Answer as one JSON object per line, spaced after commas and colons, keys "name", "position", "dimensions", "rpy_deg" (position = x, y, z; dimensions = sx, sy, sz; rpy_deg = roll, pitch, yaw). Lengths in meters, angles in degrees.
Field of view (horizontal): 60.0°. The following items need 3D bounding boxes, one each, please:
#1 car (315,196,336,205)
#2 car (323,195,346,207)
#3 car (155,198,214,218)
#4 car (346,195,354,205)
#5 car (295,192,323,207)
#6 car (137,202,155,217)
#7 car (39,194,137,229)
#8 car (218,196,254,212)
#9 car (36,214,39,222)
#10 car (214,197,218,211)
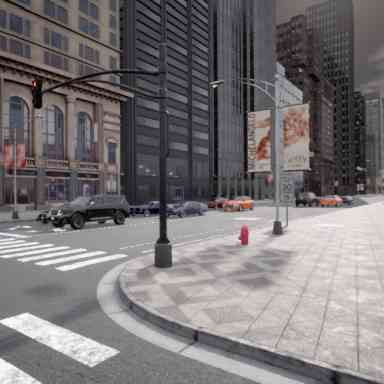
{"name": "car", "position": [22.869, 1.396, 56.918], "dimensions": [2.033, 1.411, 5.357], "rpy_deg": [-1, 0, 35]}
{"name": "car", "position": [19.914, 1.187, 47.162], "dimensions": [2.097, 1.767, 4.553], "rpy_deg": [-1, 0, 36]}
{"name": "car", "position": [-0.558, 1.484, 29.938], "dimensions": [2.033, 1.411, 5.357], "rpy_deg": [-1, 0, 35]}
{"name": "car", "position": [25.299, 1.330, 54.727], "dimensions": [1.837, 1.490, 4.892], "rpy_deg": [-1, 0, 35]}
{"name": "car", "position": [16.776, 1.081, 48.362], "dimensions": [2.150, 2.045, 5.566], "rpy_deg": [-1, 0, 36]}
{"name": "car", "position": [-3.786, 1.564, 31.008], "dimensions": [1.895, 1.301, 4.718], "rpy_deg": [-1, 0, 35]}
{"name": "car", "position": [-6.503, 1.185, 21.587], "dimensions": [2.150, 2.045, 5.566], "rpy_deg": [-1, 0, 35]}
{"name": "car", "position": [5.359, 1.264, 38.211], "dimensions": [2.097, 1.767, 4.553], "rpy_deg": [-1, 0, 36]}
{"name": "car", "position": [-8.859, 1.549, 23.876], "dimensions": [1.994, 1.385, 4.181], "rpy_deg": [-1, 0, 35]}
{"name": "car", "position": [3.063, 1.413, 40.619], "dimensions": [1.882, 1.535, 5.008], "rpy_deg": [-1, 0, 36]}
